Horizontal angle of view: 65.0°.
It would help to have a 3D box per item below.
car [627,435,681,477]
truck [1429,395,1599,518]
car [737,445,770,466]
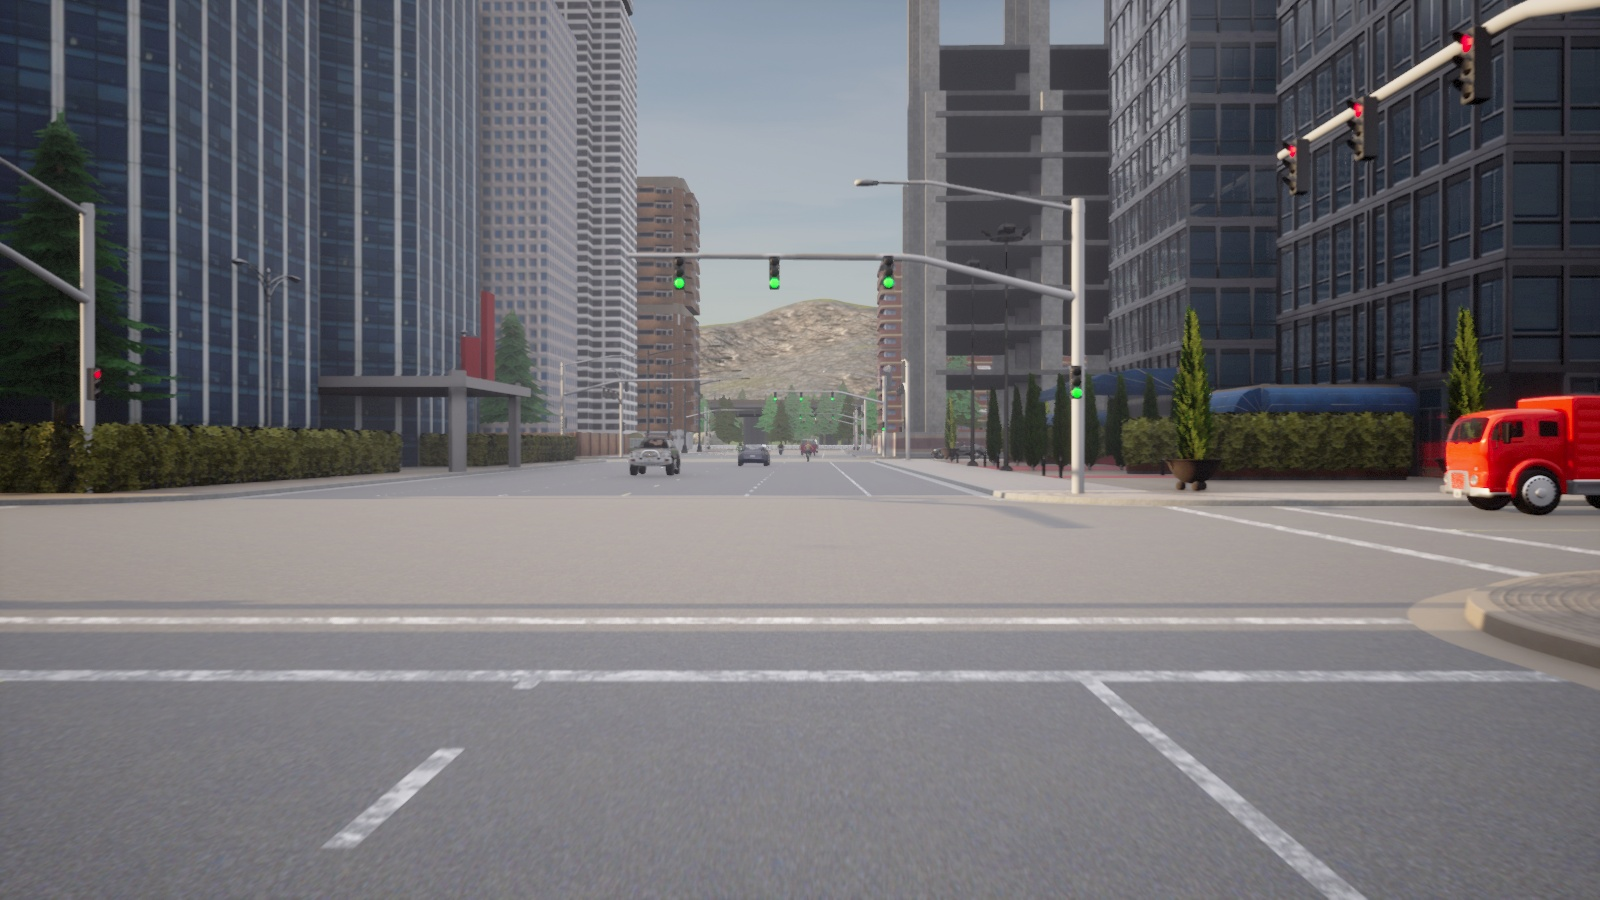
[{"bbox_3d":[-6.652,0.233,57.683,1.932,1.855,4.605,0,0,0],"label":"car"},{"bbox_3d":[16.498,0.125,26.435,5.204,2.467,2.627,0,0,1],"label":"truck"},{"bbox_3d":[-3.011,0.344,82.269,1.994,1.385,4.181,0,0,0],"label":"car"}]
